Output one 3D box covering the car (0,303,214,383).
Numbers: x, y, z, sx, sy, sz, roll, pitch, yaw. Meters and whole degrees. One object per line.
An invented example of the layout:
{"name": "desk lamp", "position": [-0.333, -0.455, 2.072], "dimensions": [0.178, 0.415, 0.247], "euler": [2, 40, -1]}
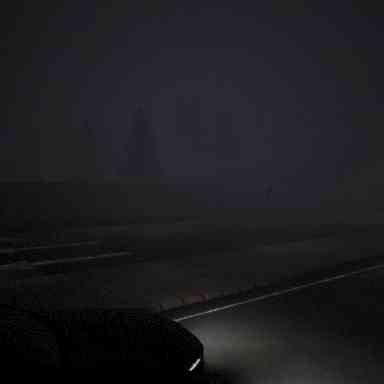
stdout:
{"name": "car", "position": [-1.982, 1.526, 2.345], "dimensions": [4.674, 1.442, 1.812], "euler": [0, 0, -35]}
